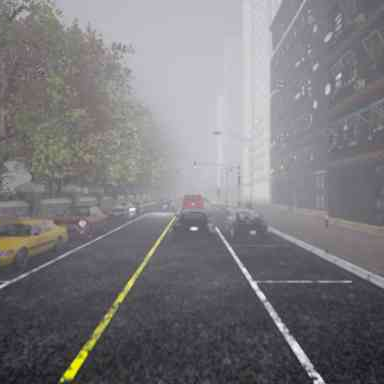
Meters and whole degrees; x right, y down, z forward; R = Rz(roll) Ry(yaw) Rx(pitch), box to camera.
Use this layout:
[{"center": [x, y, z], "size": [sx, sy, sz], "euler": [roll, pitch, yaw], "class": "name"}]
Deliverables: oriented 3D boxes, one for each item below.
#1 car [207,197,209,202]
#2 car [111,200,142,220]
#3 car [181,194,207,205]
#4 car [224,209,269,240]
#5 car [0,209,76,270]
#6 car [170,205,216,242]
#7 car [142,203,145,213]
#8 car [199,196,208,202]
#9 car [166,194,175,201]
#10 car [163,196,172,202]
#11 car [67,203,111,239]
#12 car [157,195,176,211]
[{"center": [2.660, 1.539, 71.344], "size": [1.947, 1.339, 4.313], "euler": [0, 0, 0], "class": "car"}, {"center": [-5.779, 1.530, 27.882], "size": [2.008, 1.369, 4.403], "euler": [0, 0, 0], "class": "car"}, {"center": [0.086, 1.198, 32.637], "size": [2.150, 2.045, 5.566], "euler": [0, 0, 0], "class": "car"}, {"center": [2.684, 1.537, 16.812], "size": [2.008, 1.369, 4.403], "euler": [0, 0, 0], "class": "car"}, {"center": [-5.694, 1.516, 11.097], "size": [1.752, 1.417, 4.829], "euler": [0, 0, 0], "class": "car"}, {"center": [0.092, 1.550, 16.400], "size": [1.994, 1.385, 4.181], "euler": [0, 0, 0], "class": "car"}, {"center": [-5.833, 1.521, 33.422], "size": [1.887, 1.381, 4.507], "euler": [0, 0, 0], "class": "car"}, {"center": [2.658, 1.541, 76.977], "size": [1.947, 1.339, 4.313], "euler": [0, 0, 0], "class": "car"}, {"center": [-5.727, 1.420, 88.239], "size": [1.967, 1.590, 4.097], "euler": [0, 0, 0], "class": "car"}, {"center": [-5.723, 1.556, 76.973], "size": [1.802, 1.307, 4.206], "euler": [0, 0, 0], "class": "car"}, {"center": [-5.696, 1.426, 16.807], "size": [1.967, 1.590, 4.097], "euler": [0, 0, 0], "class": "car"}, {"center": [-3.029, 1.467, 39.754], "size": [2.128, 1.511, 4.902], "euler": [0, 0, 0], "class": "car"}]
